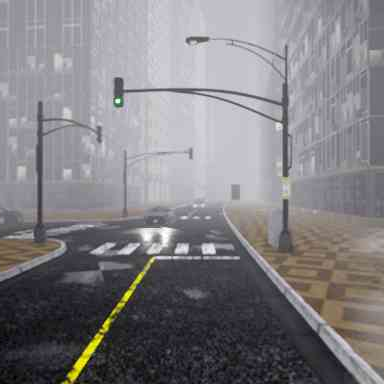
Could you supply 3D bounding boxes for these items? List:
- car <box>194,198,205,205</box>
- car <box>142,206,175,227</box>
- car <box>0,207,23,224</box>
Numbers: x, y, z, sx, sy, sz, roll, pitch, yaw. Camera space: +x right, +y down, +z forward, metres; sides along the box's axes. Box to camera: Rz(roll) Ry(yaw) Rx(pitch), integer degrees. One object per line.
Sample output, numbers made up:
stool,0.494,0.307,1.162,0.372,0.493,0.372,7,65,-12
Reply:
car,1.519,1.777,65.340,1.895,1.301,4.718,0,0,8
car,-2.328,1.712,23.970,1.994,1.385,4.181,-1,1,3
car,-16.484,1.963,27.982,4.403,1.369,2.008,-1,0,10
